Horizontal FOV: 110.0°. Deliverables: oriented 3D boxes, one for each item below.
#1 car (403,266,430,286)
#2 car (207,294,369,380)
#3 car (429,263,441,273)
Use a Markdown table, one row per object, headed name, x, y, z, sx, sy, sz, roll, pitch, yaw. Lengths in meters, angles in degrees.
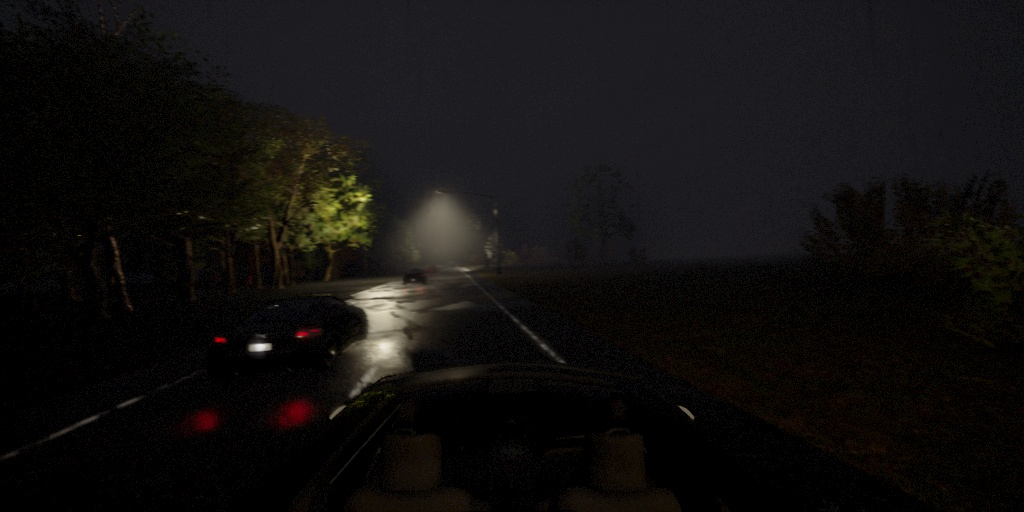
| name | x | y | z | sx | sy | sz | roll | pitch | yaw |
| --- | --- | --- | --- | --- | --- | --- | --- | --- | --- |
| car | -8.781 | 1.871 | 32.694 | 1.812 | 1.442 | 4.674 | -2 | 0 | -10 |
| car | -4.649 | 1.566 | 8.120 | 1.994 | 1.385 | 4.181 | -2 | 0 | -10 |
| car | -13.706 | 2.249 | 61.974 | 1.812 | 1.442 | 4.674 | -2 | 0 | -10 |
